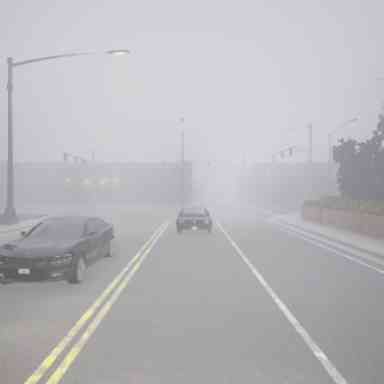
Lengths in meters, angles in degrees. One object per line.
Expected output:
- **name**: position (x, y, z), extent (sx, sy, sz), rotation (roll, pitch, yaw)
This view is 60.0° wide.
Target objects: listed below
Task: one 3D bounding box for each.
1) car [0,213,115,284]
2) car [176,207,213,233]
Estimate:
- **car**: position (-3.587, 1.429, 9.614), extent (1.882, 1.535, 5.008), rotation (0, 0, 0)
- **car**: position (0.116, 1.506, 18.745), extent (1.895, 1.301, 4.718), rotation (0, 0, 0)
